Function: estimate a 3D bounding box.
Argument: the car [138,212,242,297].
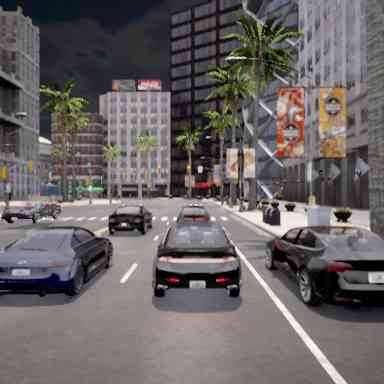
[{"bbox_3d":[0.101,1.495,8.569,2.128,1.511,4.902,0,0,0],"label":"car"}]

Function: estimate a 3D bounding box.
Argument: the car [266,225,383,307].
[{"bbox_3d":[3.192,1.517,8.048,2.161,1.482,4.786,0,0,-1],"label":"car"}]

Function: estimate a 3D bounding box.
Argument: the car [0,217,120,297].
[{"bbox_3d":[-3.396,1.567,8.606,1.994,1.385,4.181,0,0,0],"label":"car"}]

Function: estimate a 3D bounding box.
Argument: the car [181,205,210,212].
[{"bbox_3d":[0.101,1.513,18.824,1.837,1.490,4.892,0,0,0],"label":"car"}]

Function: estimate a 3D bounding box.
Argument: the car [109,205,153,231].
[{"bbox_3d":[-3.400,1.486,19.095,1.882,1.535,5.008,0,0,0],"label":"car"}]

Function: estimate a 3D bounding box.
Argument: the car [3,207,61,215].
[{"bbox_3d":[-10.500,1.203,22.357,2.033,1.411,5.357,0,0,0],"label":"car"}]
